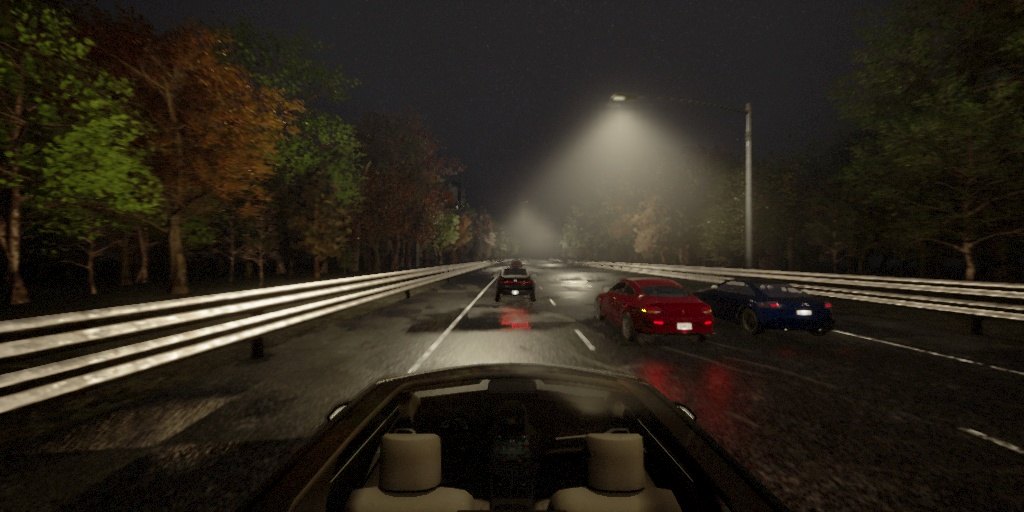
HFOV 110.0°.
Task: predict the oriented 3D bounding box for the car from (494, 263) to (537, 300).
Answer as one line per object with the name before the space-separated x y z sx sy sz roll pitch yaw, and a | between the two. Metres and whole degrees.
car | 0.160 1.310 17.949 1.837 1.490 4.892 0 0 0

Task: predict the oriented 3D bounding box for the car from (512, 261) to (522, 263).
car | 0.671 1.420 51.387 1.837 1.490 4.892 0 0 1

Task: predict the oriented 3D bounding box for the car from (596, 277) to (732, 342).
car | 3.613 1.306 9.787 1.812 1.442 4.674 0 0 0

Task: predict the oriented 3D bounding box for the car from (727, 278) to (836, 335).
car | 7.119 1.351 10.729 1.994 1.385 4.181 0 0 0
